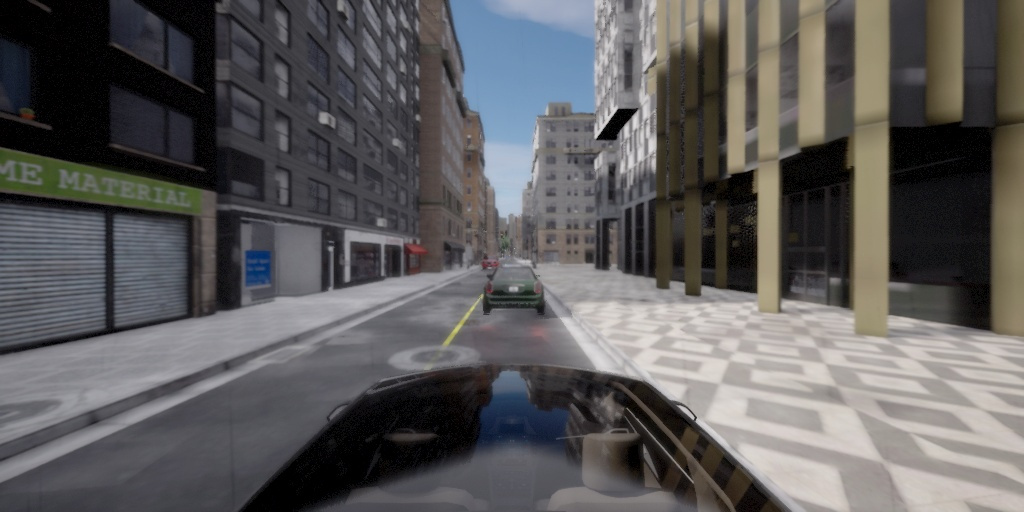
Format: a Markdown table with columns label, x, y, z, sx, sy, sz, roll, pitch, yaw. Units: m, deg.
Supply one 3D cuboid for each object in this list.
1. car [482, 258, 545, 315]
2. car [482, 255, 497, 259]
| label | x | y | z | sx | sy | sz | roll | pitch | yaw |
| --- | --- | --- | --- | --- | --- | --- | --- | --- | --- |
| car | 0.071 | 1.093 | 13.762 | 2.097 | 1.767 | 4.553 | 0 | 0 | 0 |
| car | -3.054 | 0.913 | 51.187 | 2.150 | 2.045 | 5.566 | 0 | 0 | 0 |
